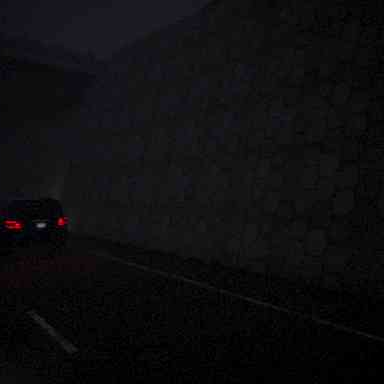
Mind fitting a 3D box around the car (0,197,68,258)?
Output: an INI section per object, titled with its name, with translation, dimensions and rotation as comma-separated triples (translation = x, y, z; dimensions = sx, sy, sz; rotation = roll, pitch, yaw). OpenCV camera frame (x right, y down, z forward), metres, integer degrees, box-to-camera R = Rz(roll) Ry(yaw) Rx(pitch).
[car]
translation = -6.831, 1.221, 13.217
dimensions = 2.150, 2.045, 5.566
rotation = -1, 1, -41
